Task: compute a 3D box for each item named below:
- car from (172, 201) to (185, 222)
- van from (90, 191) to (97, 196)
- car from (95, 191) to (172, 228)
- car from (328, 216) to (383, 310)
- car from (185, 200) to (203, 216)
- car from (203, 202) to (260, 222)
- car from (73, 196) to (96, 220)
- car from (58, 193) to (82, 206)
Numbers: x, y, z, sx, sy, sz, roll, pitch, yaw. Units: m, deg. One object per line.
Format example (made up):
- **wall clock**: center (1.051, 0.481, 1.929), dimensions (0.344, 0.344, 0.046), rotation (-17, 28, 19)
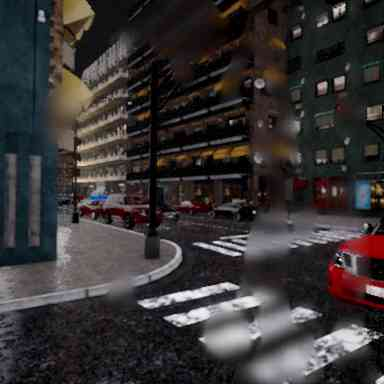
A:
- **car**: center (-2.710, 1.281, 23.066), dimensions (1.812, 1.442, 4.674), rotation (1, 0, -36)
- **van**: center (-13.216, 0.792, 47.440), dimensions (1.690, 1.788, 3.998), rotation (2, 0, -36)
- **car**: center (-3.667, 1.067, 20.004), dimensions (2.192, 1.841, 5.009), rotation (2, 0, -36)
- **car**: center (5.218, 1.260, 6.985), dimensions (5.566, 2.045, 2.150), rotation (0, 0, -36)
- **car**: center (-0.140, 1.355, 29.401), dimensions (1.802, 1.307, 4.206), rotation (2, 0, -36)
- **car**: center (3.131, 1.420, 24.892), dimensions (1.947, 1.339, 4.313), rotation (2, 0, -36)
- **car**: center (-6.945, 1.216, 24.513), dimensions (1.887, 1.381, 4.507), rotation (2, 0, -36)
- **car**: center (-15.460, 1.004, 40.684), dimensions (1.994, 1.385, 4.181), rotation (1, 0, -36)
